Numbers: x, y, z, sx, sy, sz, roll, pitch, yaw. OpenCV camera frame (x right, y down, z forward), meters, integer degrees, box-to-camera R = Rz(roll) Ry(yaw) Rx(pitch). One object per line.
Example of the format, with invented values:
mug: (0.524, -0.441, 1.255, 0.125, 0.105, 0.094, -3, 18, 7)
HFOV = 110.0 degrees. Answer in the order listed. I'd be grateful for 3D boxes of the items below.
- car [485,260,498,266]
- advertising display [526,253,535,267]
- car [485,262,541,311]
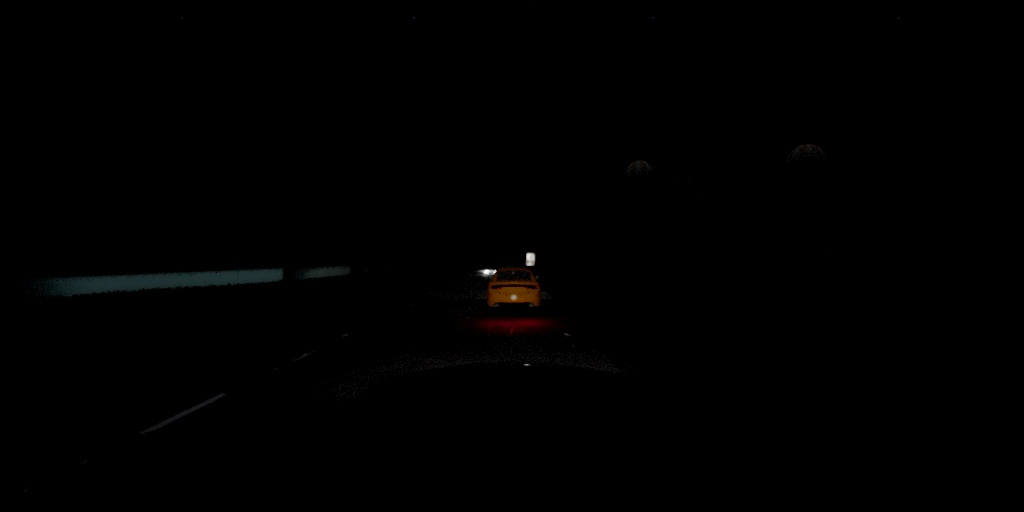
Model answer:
car: (-2.824, 1.259, 50.633, 1.895, 1.301, 4.718, 0, 0, 0)
advertising display: (3.134, 0.705, 60.852, 1.540, 2.440, 0.280, 0, 0, 0)
car: (0.076, 1.180, 14.111, 1.882, 1.535, 5.008, 0, 0, 0)
